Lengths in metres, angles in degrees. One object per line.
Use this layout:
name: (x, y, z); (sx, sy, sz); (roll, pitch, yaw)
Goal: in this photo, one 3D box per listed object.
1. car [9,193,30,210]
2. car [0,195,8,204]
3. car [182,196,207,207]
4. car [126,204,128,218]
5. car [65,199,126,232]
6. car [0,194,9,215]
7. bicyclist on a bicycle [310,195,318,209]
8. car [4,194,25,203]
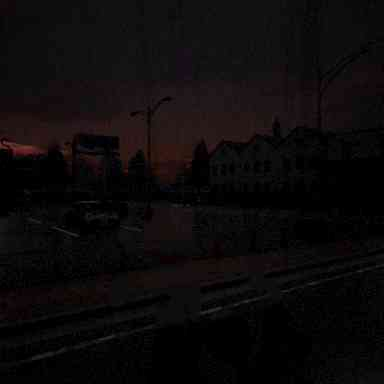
car: (-19.907, 1.092, 38.103); (1.905, 1.878, 3.866); (0, 0, -36)
car: (-39.279, 1.495, 66.051); (4.611, 1.667, 2.242); (0, 0, -36)
car: (0.370, 1.349, 48.808); (1.812, 1.442, 4.674); (0, 0, -36)
car: (-6.518, 1.313, 25.704); (2.007, 1.523, 4.514); (0, 0, -36)
car: (-5.386, 1.248, 17.842); (1.970, 1.475, 3.806); (0, 0, -36)
car: (-17.993, 1.113, 29.794); (1.932, 1.855, 4.605); (0, 0, -36)
bicyclist on a bicycle: (13.588, 1.124, 36.788); (1.656, 1.620, 0.582); (0, 0, -35)
car: (-39.054, 1.328, 73.179); (3.866, 1.878, 1.905); (0, 0, -36)
